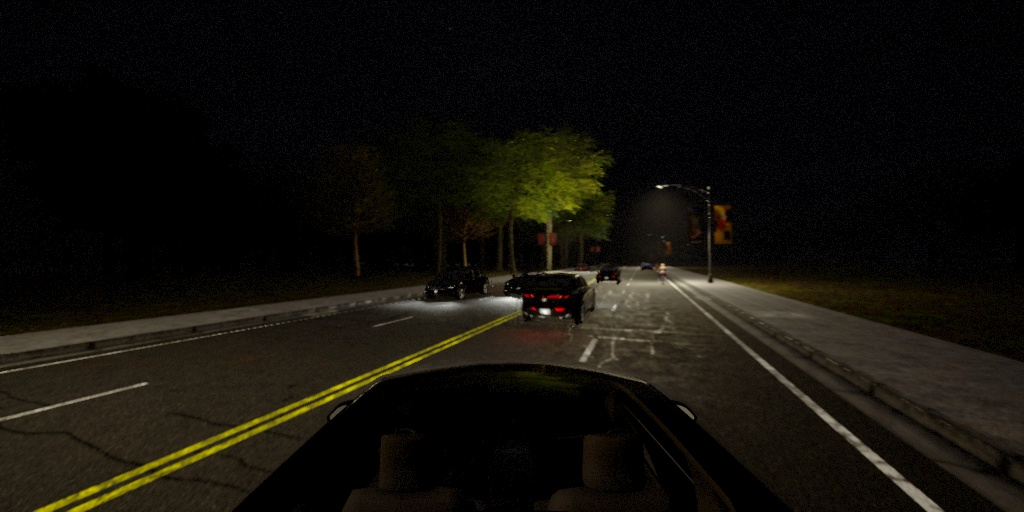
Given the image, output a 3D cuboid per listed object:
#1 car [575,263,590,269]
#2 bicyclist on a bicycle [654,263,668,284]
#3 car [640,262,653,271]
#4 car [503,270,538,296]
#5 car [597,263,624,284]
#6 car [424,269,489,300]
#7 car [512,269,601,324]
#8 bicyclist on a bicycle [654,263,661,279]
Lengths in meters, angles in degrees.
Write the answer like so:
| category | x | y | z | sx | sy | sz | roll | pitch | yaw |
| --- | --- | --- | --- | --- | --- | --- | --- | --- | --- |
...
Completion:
| category | x | y | z | sx | sy | sz | roll | pitch | yaw |
| --- | --- | --- | --- | --- | --- | --- | --- | --- | --- |
| car | 11.751 | 1.894 | 59.275 | 1.994 | 1.385 | 4.181 | -1 | -1 | 20 |
| bicyclist on a bicycle | 11.695 | 1.403 | 27.850 | 0.866 | 1.612 | 1.509 | -1 | -1 | 20 |
| car | 22.884 | 1.886 | 60.817 | 1.895 | 1.301 | 4.718 | -1 | -1 | 20 |
| car | 1.019 | 1.515 | 20.533 | 1.994 | 1.385 | 4.181 | -1 | -1 | 20 |
| car | 8.105 | 1.536 | 29.865 | 1.812 | 1.442 | 4.674 | -1 | -1 | 20 |
| car | -2.831 | 1.467 | 19.468 | 1.837 | 1.490 | 4.892 | -1 | -1 | 20 |
| car | 1.784 | 1.363 | 12.576 | 1.837 | 1.490 | 4.892 | -1 | -1 | 20 |
| bicyclist on a bicycle | 15.127 | 1.504 | 37.302 | 0.582 | 1.620 | 1.656 | -1 | -1 | 20 |
